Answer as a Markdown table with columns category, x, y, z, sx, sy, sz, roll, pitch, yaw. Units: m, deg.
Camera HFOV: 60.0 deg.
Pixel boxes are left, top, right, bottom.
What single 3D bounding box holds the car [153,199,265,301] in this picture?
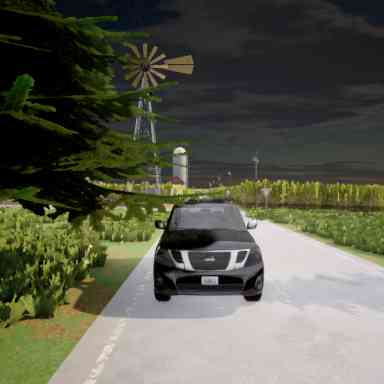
| category | x | y | z | sx | sy | sz | roll | pitch | yaw |
| --- | --- | --- | --- | --- | --- | --- | --- | --- | --- |
| car | 0.333 | 1.221 | 8.675 | 2.150 | 2.045 | 5.566 | 0 | 0 | 0 |
